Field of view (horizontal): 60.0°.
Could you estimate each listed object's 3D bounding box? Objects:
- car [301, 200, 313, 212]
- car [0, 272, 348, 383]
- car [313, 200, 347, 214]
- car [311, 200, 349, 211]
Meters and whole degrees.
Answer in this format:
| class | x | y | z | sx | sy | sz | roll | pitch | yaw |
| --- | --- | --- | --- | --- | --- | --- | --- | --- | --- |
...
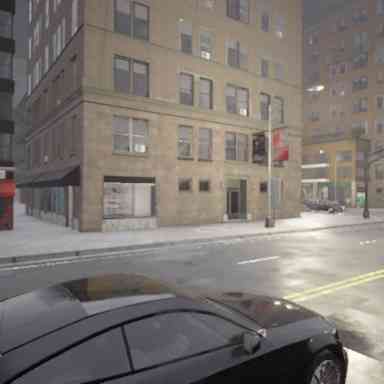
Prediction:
| class | x | y | z | sx | sy | sz | roll | pitch | yaw |
| --- | --- | --- | --- | --- | --- | --- | --- | --- | --- |
| car | 11.420 | 1.558 | 38.888 | 1.967 | 1.590 | 4.097 | 1 | 0 | -35 |
| car | -0.485 | 1.531 | 3.090 | 4.674 | 1.442 | 1.812 | 0 | 0 | -35 |
| car | 15.061 | 1.631 | 38.121 | 2.128 | 1.511 | 4.902 | 1 | 0 | -35 |
| car | 17.982 | 1.749 | 43.506 | 1.947 | 1.339 | 4.313 | 1 | 0 | -35 |
